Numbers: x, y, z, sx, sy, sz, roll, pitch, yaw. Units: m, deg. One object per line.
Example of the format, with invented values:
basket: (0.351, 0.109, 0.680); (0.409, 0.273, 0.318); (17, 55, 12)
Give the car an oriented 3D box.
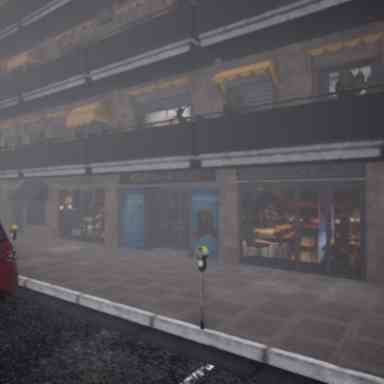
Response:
car: (-5.563, 1.318, 6.857); (5.009, 1.841, 2.192); (0, 0, 36)
